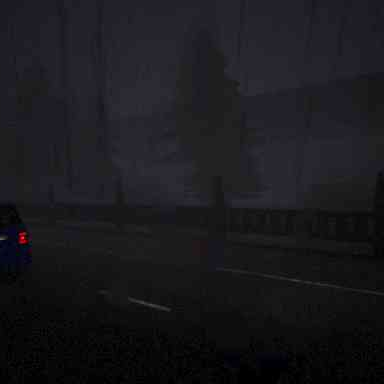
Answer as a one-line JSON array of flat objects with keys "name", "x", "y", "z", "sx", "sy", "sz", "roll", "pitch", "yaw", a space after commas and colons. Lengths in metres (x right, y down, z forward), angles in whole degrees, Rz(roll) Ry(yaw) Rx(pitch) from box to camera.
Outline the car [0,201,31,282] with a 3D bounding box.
[{"name": "car", "x": -6.387, "y": 1.218, "z": 8.472, "sx": 5.566, "sy": 2.045, "sz": 2.150, "roll": 0, "pitch": 0, "yaw": 34}]

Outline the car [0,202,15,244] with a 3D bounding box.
[{"name": "car", "x": -10.420, "y": 1.345, "z": 15.152, "sx": 4.553, "sy": 1.767, "sz": 2.097, "roll": 0, "pitch": 0, "yaw": 31}]
